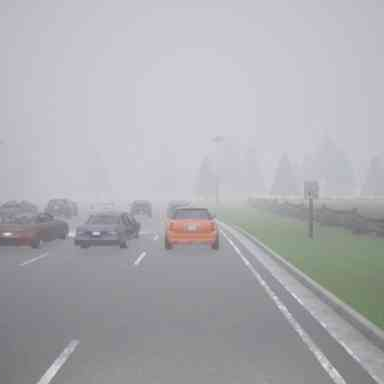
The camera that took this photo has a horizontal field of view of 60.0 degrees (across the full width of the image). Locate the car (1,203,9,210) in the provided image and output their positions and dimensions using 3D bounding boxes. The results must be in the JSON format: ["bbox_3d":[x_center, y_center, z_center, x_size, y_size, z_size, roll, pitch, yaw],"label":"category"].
[{"bbox_3d":[-10.500,1.484,14.650,1.882,1.535,5.008,0,0,0],"label":"car"}]

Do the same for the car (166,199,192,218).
[{"bbox_3d":[-1.280,1.484,31.506,1.882,1.535,5.008,0,0,-9],"label":"car"}]

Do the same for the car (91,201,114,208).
[{"bbox_3d":[-8.194,1.532,30.412,1.812,1.442,4.674,0,0,-9],"label":"car"}]

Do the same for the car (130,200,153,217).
[{"bbox_3d":[-4.737,1.516,30.959,1.837,1.490,4.892,0,0,-9],"label":"car"}]

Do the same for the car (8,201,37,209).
[{"bbox_3d":[-15.108,1.494,29.317,2.128,1.511,4.902,0,0,-9],"label":"car"}]

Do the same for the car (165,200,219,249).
[{"bbox_3d":[0.000,1.365,14.620,2.097,1.767,4.553,0,0,0],"label":"car"}]

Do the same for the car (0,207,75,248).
[{"bbox_3d":[-7.000,1.572,14.650,1.994,1.385,4.181,0,0,0],"label":"car"}]

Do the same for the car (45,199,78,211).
[{"bbox_3d":[-11.646,1.365,29.835,2.097,1.767,4.553,0,0,-9],"label":"car"}]

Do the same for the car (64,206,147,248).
[{"bbox_3d":[-3.500,1.562,14.650,2.033,1.411,5.357,0,0,0],"label":"car"}]
